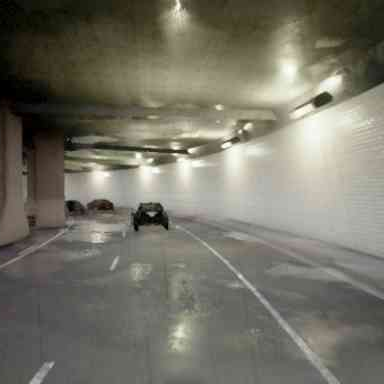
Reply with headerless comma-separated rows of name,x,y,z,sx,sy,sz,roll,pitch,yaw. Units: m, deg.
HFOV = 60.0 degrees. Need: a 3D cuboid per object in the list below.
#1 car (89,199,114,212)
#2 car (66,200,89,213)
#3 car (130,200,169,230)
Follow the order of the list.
car,-11.038,1.535,39.671,1.882,1.535,5.008,0,0,-36
car,-13.417,1.593,37.060,1.812,1.442,4.674,0,0,-35
car,-2.843,1.369,21.553,2.097,1.767,4.553,0,0,-13
